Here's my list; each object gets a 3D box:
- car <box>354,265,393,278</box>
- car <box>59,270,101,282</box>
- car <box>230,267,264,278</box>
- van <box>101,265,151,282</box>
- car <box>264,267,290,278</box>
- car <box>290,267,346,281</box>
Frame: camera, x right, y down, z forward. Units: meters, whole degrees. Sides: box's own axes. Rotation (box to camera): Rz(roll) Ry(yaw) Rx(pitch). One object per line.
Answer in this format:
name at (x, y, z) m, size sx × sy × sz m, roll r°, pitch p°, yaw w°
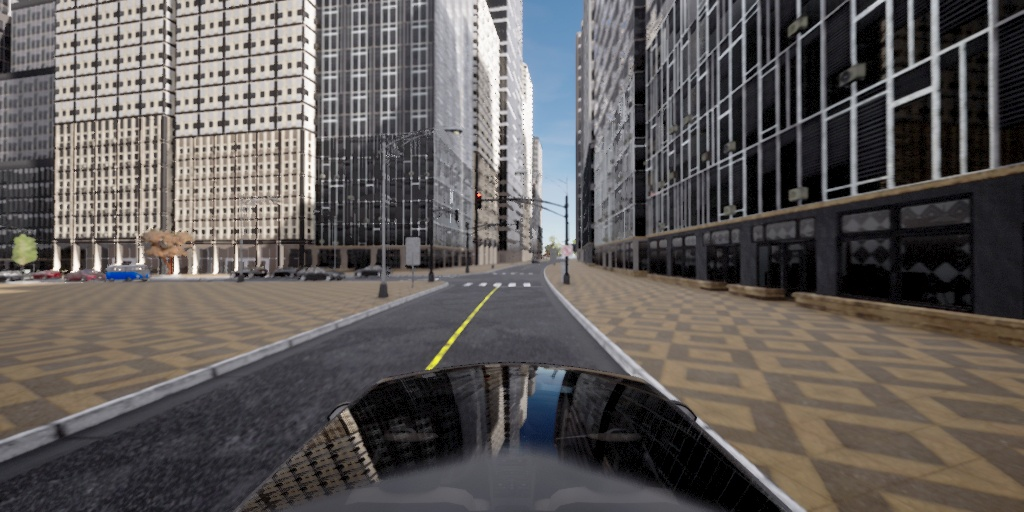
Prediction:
car at (-15.756, 1.721, 40.906) m, size 4.403 × 1.370 × 2.007 m, roll 0°, pitch 0°, yaw 11°
car at (-49.253, 2.312, 41.577) m, size 4.181 × 1.385 × 1.994 m, roll -1°, pitch -1°, yaw 11°
car at (-32.323, 2.036, 44.102) m, size 4.313 × 1.339 × 1.948 m, roll 0°, pitch 0°, yaw 11°
van at (-39.434, 1.845, 36.939) m, size 3.998 × 1.789 × 1.690 m, roll 0°, pitch 0°, yaw 11°
car at (-26.801, 1.935, 43.037) m, size 4.313 × 1.339 × 1.948 m, roll 0°, pitch 0°, yaw 11°
car at (-17.343, 1.654, 32.677) m, size 4.403 × 1.370 × 2.007 m, roll 0°, pitch 0°, yaw 11°
